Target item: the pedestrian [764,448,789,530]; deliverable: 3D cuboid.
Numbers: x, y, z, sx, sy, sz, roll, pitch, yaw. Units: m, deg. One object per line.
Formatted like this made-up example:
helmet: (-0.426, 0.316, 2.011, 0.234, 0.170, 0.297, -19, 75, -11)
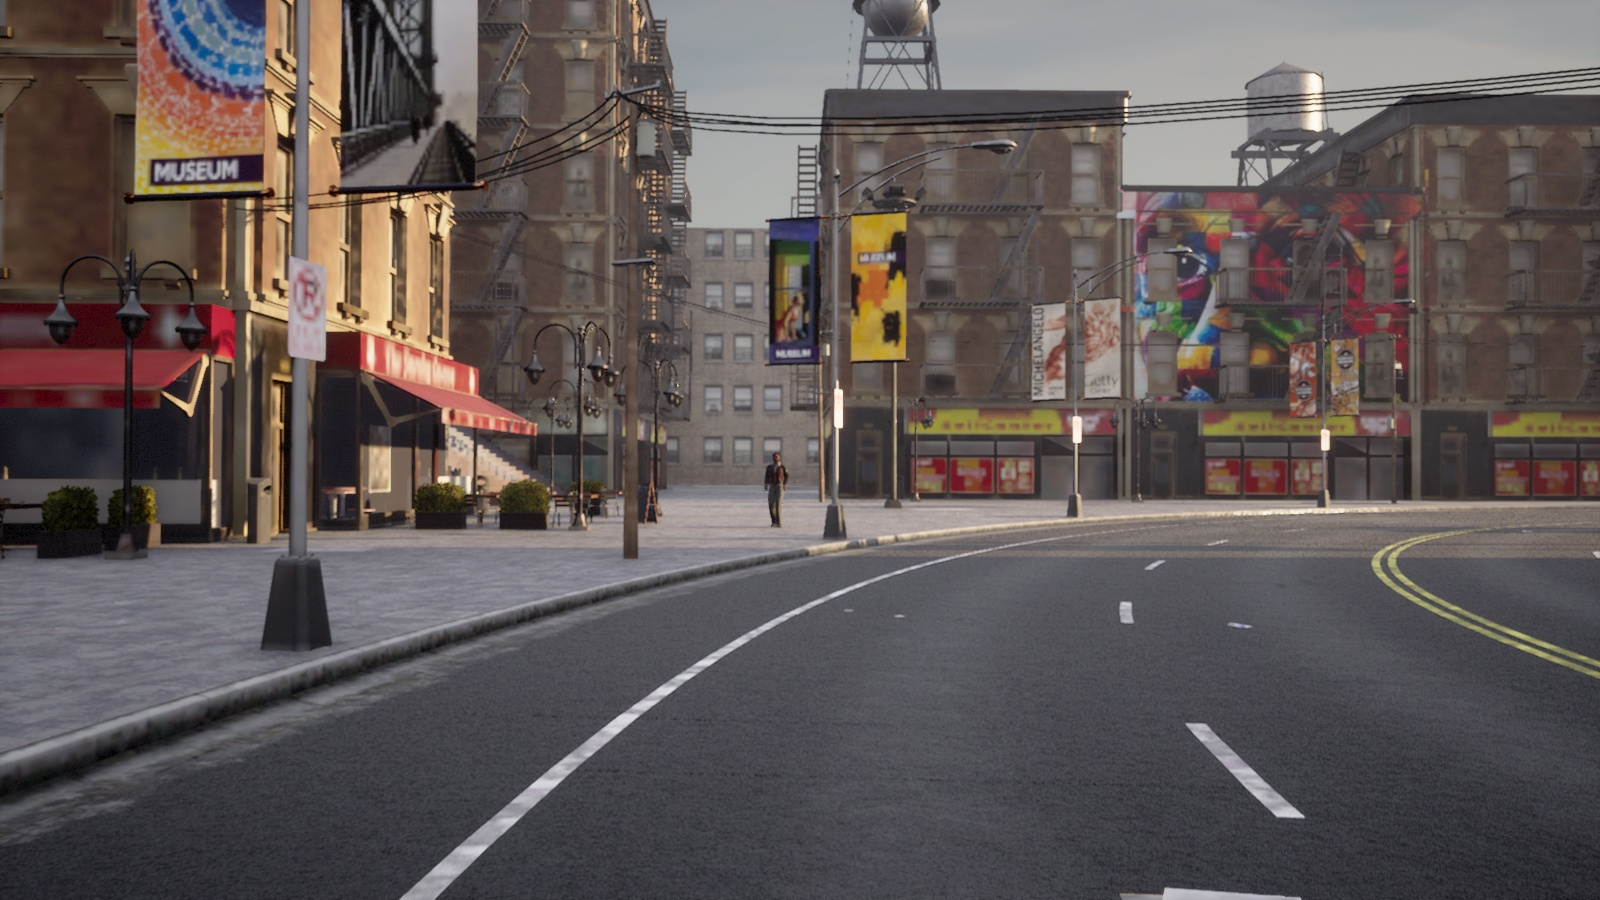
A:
pedestrian: (-0.548, 0.916, 29.821, 0.402, 1.930, 0.666, 0, -1, 17)
